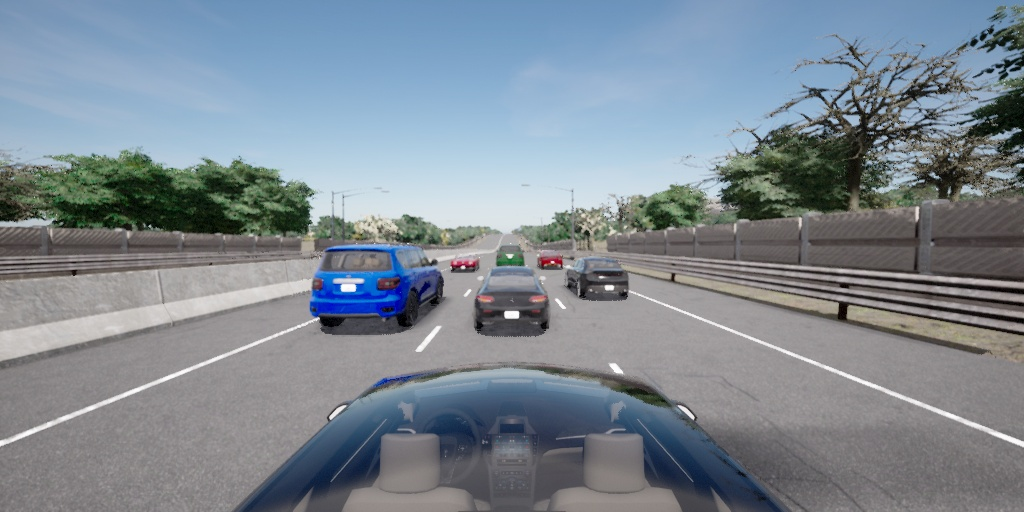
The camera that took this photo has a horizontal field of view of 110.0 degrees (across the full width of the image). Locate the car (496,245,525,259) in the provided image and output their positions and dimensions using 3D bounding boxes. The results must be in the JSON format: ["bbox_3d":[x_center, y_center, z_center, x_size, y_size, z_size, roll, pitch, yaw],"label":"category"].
[{"bbox_3d":[-0.157,0.092,29.431,2.150,2.045,5.566,0,1,0],"label":"car"}]

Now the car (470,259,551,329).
[{"bbox_3d":[-0.007,0.999,9.923,1.812,1.442,4.674,0,2,0],"label":"car"}]

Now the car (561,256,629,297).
[{"bbox_3d":[3.469,0.803,15.228,1.837,1.490,4.892,0,2,0],"label":"car"}]

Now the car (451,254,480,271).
[{"bbox_3d":[-3.655,0.490,28.873,1.895,1.301,4.718,0,2,0],"label":"car"}]

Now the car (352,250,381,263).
[{"bbox_3d":[-17.966,0.003,44.520,1.812,1.442,4.674,0,1,0],"label":"car"}]

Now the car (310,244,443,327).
[{"bbox_3d":[-3.508,0.683,10.376,2.150,2.045,5.566,0,2,0],"label":"car"}]

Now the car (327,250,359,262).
[{"bbox_3d":[-21.466,-0.028,45.801,1.812,1.442,4.674,0,1,0],"label":"car"}]

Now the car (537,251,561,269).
[{"bbox_3d":[3.325,0.279,31.895,1.882,1.535,5.008,0,2,0],"label":"car"}]
